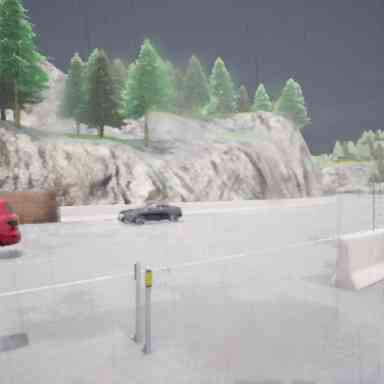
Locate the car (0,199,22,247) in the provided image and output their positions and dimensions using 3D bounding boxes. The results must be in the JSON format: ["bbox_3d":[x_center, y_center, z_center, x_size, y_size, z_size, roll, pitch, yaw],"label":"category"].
[{"bbox_3d":[-8.637,1.249,10.772,5.566,2.045,2.150,0,0,-36],"label":"car"}]

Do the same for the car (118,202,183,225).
[{"bbox_3d":[-2.905,1.500,23.888,4.902,1.511,2.128,0,0,-39],"label":"car"}]
